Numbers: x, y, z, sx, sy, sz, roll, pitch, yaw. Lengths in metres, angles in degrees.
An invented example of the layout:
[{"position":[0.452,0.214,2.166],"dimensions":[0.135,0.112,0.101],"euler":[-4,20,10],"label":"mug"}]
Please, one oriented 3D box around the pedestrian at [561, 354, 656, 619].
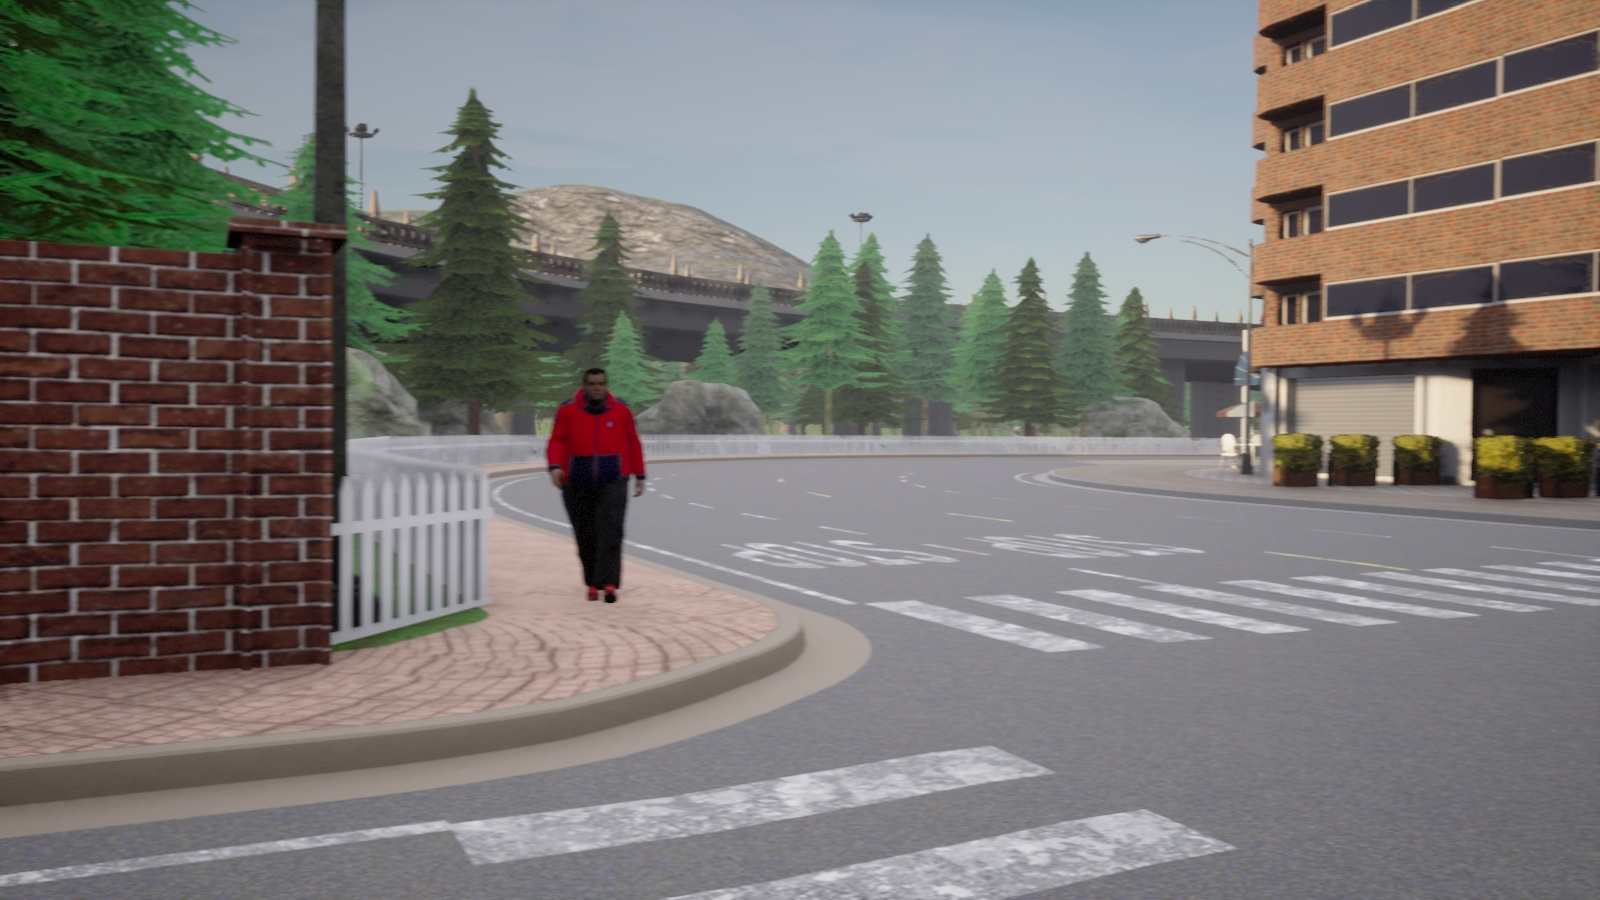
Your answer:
[{"position":[-1.410,0.246,9.223],"dimensions":[0.634,1.844,0.899],"euler":[-1,1,-9],"label":"pedestrian"}]
